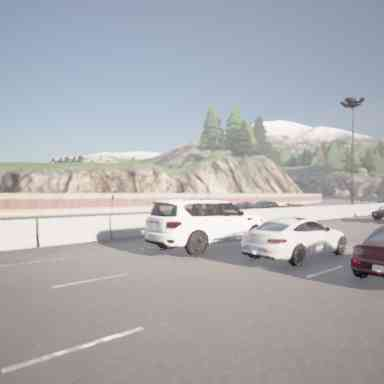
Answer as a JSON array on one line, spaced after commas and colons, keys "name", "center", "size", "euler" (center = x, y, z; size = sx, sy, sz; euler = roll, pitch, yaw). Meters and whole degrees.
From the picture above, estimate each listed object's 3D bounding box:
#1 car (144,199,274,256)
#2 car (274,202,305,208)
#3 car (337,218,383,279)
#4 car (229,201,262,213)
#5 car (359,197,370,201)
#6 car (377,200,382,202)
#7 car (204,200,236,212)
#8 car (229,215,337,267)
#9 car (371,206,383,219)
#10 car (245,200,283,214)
[{"name": "car", "center": [0.697, 1.314, 13.755], "size": [5.566, 2.045, 2.150], "euler": [0, 0, -40]}, {"name": "car", "center": [10.629, 1.839, 36.474], "size": [4.718, 1.301, 1.895], "euler": [0, -1, -41]}, {"name": "car", "center": [6.023, 1.585, 9.102], "size": [4.674, 1.442, 1.812], "euler": [0, 0, -41]}, {"name": "car", "center": [6.840, 1.843, 42.483], "size": [4.181, 1.385, 1.994], "euler": [0, -1, -41]}, {"name": "car", "center": [36.459, 1.591, 70.216], "size": [1.812, 1.442, 4.674], "euler": [0, 0, 33]}, {"name": "car", "center": [38.787, 1.802, 67.402], "size": [2.033, 1.411, 5.357], "euler": [0, 0, 35]}, {"name": "car", "center": [3.747, 1.856, 44.423], "size": [4.181, 1.385, 1.994], "euler": [0, 0, -41]}, {"name": "car", "center": [3.671, 1.602, 11.699], "size": [4.674, 1.442, 1.812], "euler": [0, 0, -41]}, {"name": "car", "center": [16.779, 1.779, 27.631], "size": [4.718, 1.301, 1.895], "euler": [0, 0, -41]}, {"name": "car", "center": [8.550, 1.764, 39.326], "size": [4.892, 1.490, 1.837], "euler": [1, -1, -41]}]
